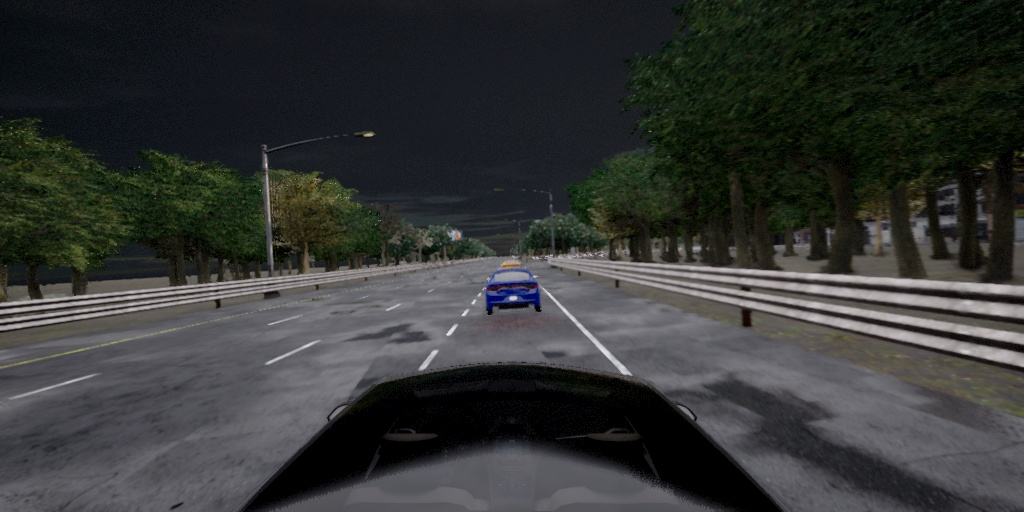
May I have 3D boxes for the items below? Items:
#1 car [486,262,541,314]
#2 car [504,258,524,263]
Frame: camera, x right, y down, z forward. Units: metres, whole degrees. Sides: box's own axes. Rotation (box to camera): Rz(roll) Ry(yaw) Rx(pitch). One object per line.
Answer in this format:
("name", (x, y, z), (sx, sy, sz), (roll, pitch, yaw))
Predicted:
("car", (0.024, 1.213, 14.001), (1.882, 1.535, 5.008), (-3, 0, 0))
("car", (-0.069, 1.149, 37.191), (1.882, 1.535, 5.008), (-3, 0, 0))
